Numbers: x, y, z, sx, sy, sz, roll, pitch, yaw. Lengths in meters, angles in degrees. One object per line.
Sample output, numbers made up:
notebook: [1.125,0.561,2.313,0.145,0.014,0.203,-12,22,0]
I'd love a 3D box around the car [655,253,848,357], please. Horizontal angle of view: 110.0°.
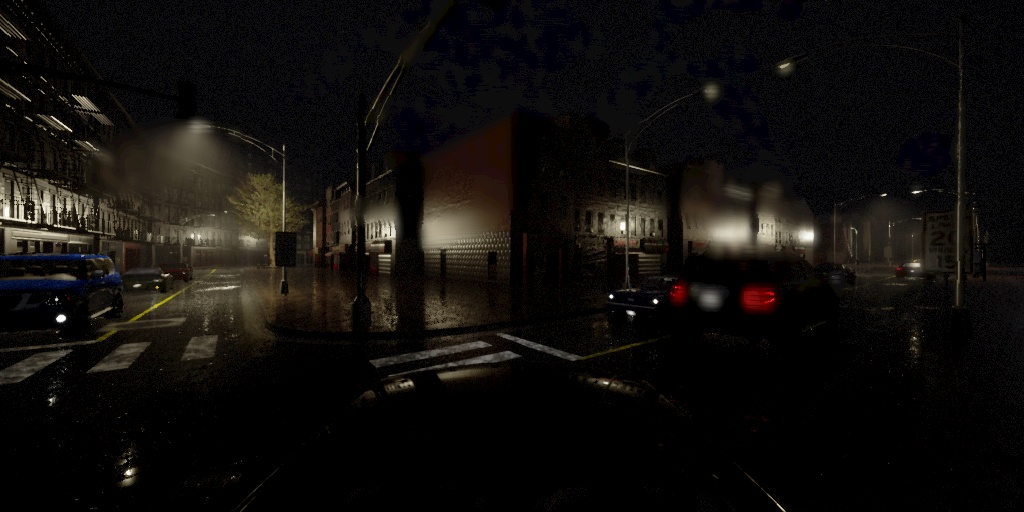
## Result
car: [6.097,0.950,8.805,5.566,2.045,2.150,0,0,-37]

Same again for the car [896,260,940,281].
car: [33.412,1.249,29.618,4.181,1.385,1.994,0,0,-37]

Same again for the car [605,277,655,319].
car: [5.148,1.316,11.672,4.718,1.301,1.895,0,0,-38]

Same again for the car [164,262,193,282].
car: [-26.756,1.236,28.429,1.882,1.535,5.008,0,0,-37]

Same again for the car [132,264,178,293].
car: [-20.103,1.312,19.666,1.994,1.385,4.181,0,0,-37]

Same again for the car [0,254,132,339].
car: [-12.388,0.960,9.522,2.150,2.045,5.566,0,0,-37]

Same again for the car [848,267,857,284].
car: [21.707,1.232,24.320,5.357,1.411,2.033,0,0,-37]
